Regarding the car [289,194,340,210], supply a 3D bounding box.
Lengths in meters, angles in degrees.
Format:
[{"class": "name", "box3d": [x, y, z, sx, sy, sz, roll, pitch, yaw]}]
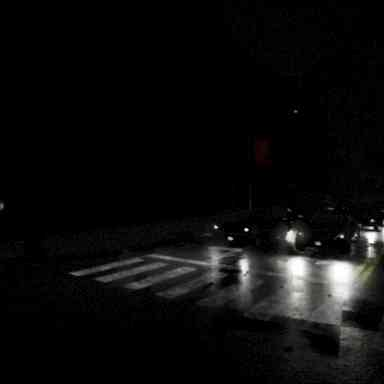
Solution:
[{"class": "car", "box3d": [8.380, 1.175, 23.113, 2.150, 2.045, 5.566, 0, 0, 35]}]

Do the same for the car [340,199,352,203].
[{"class": "car", "box3d": [14.222, 1.415, 31.440, 1.882, 1.535, 5.008, 0, 0, 35]}]

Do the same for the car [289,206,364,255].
[{"class": "car", "box3d": [5.627, 1.503, 13.521, 1.812, 1.442, 4.674, 0, 0, 33]}]

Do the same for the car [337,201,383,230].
[{"class": "car", "box3d": [11.130, 1.510, 21.377, 2.033, 1.411, 5.357, 0, 0, 35]}]

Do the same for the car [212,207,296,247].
[{"class": "car", "box3d": [2.879, 1.569, 15.267, 1.895, 1.301, 4.718, 0, 0, 38]}]
